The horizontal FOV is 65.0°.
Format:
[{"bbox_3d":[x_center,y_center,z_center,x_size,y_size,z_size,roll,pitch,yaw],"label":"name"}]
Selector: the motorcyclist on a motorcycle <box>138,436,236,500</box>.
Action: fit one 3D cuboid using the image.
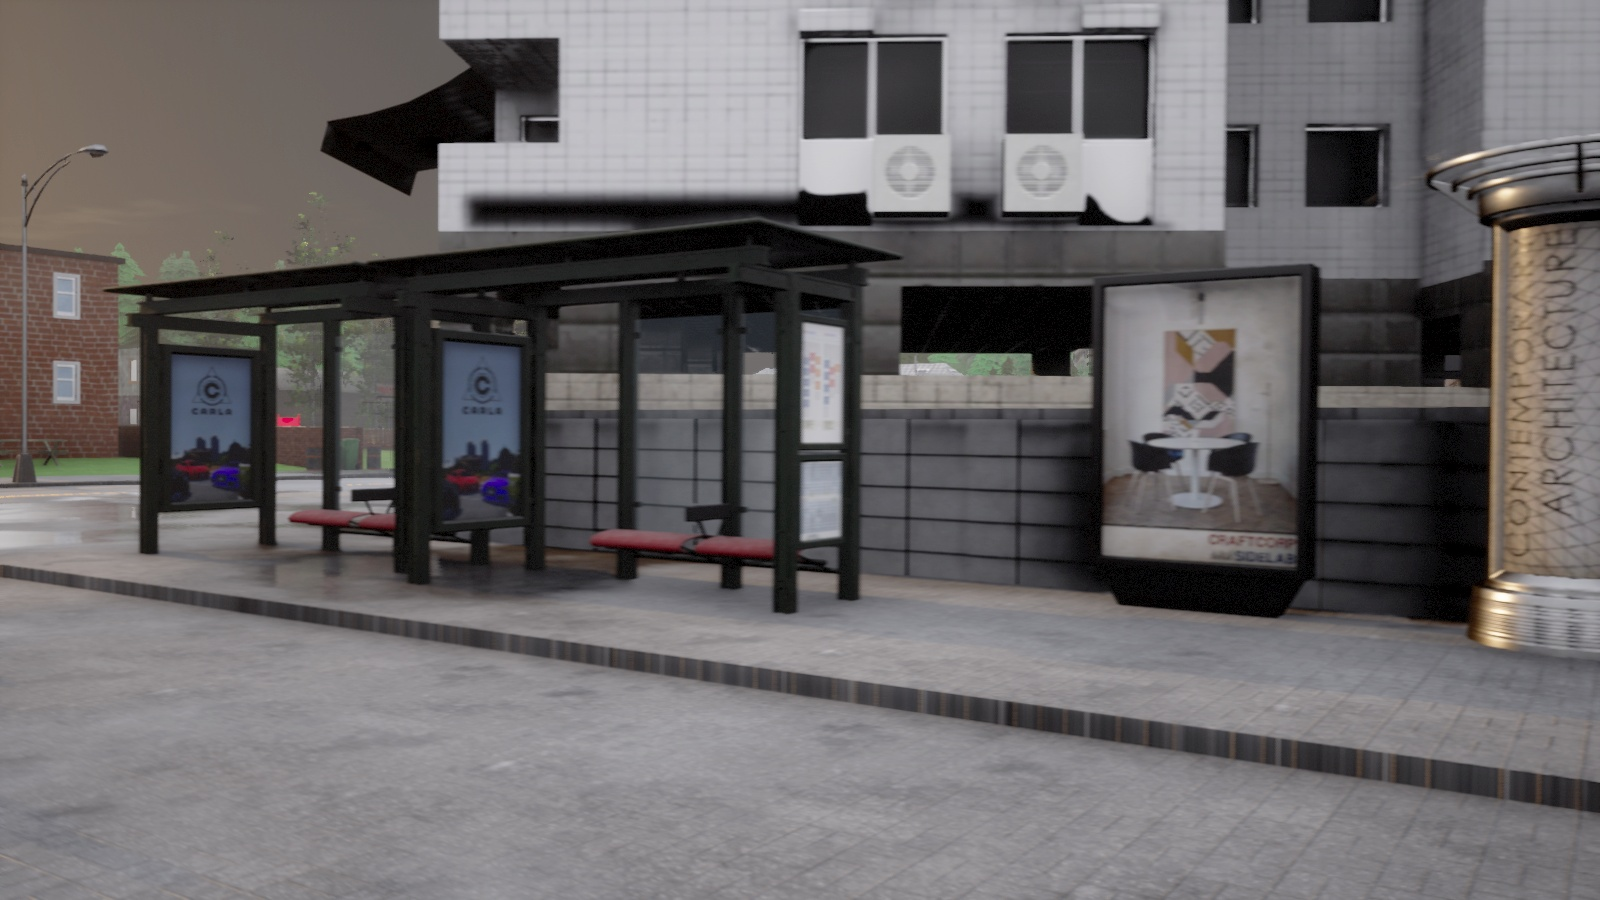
[{"bbox_3d":[-15.206,0.425,31.216,0.797,1.523,2.044,0,1,34],"label":"motorcyclist on a motorcycle"}]
